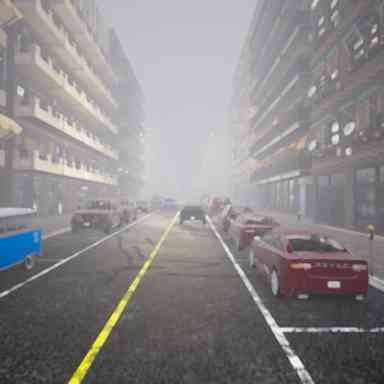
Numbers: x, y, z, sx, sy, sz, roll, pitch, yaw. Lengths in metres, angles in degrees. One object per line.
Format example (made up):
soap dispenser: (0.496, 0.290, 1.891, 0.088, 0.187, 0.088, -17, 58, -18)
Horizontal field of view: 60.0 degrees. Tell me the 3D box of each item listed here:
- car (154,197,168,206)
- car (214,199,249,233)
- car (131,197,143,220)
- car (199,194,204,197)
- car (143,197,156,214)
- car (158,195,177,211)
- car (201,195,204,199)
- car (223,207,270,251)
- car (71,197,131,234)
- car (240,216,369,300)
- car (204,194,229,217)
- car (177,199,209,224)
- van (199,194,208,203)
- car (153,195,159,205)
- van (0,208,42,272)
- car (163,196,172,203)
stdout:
car: (-5.395, 1.574, 58.073, 1.887, 1.381, 4.507, 1, 0, 0)
car: (2.562, 1.430, 19.313, 1.967, 1.590, 4.097, 1, 0, 0)
car: (-5.332, 1.307, 24.889, 2.192, 1.841, 5.009, 1, 0, 0)
car: (2.447, 1.356, 63.563, 2.192, 1.841, 5.009, 1, 0, 0)
car: (-5.357, 1.562, 35.952, 1.947, 1.339, 4.313, 1, 0, 0)
car: (-2.819, 1.479, 41.762, 1.882, 1.535, 5.008, 0, 0, 0)
car: (2.482, 1.441, 41.438, 1.967, 1.590, 4.097, 1, 0, 0)
car: (2.562, 1.536, 13.781, 1.887, 1.381, 4.507, 1, 0, 0)
car: (-5.323, 1.307, 19.360, 2.192, 1.841, 5.009, 1, 0, 0)
car: (2.571, 1.538, 8.251, 1.887, 1.381, 4.507, 1, 0, 0)
car: (2.505, 1.307, 30.374, 2.192, 1.841, 5.009, 1, 0, 0)
car: (0.057, 1.496, 24.815, 1.837, 1.490, 4.892, 0, 0, 0)
van: (2.436, 1.398, 69.095, 1.690, 1.788, 3.998, 1, 0, 0)
car: (-5.380, 1.333, 52.542, 2.192, 1.841, 5.009, 1, 0, 0)
van: (-5.304, 1.336, 8.299, 1.690, 1.788, 3.998, 1, 0, 0)
car: (-5.425, 1.657, 74.667, 1.802, 1.307, 4.206, 1, 0, 0)
